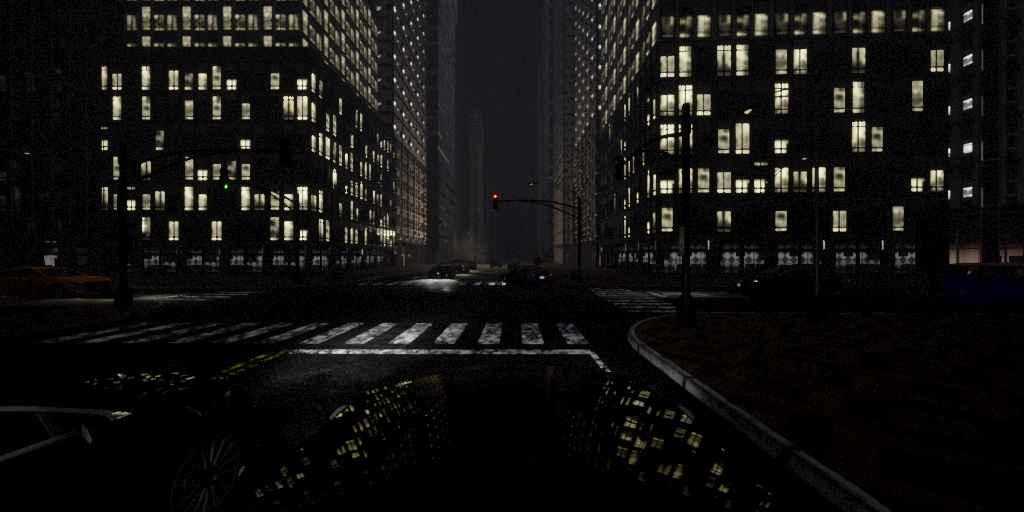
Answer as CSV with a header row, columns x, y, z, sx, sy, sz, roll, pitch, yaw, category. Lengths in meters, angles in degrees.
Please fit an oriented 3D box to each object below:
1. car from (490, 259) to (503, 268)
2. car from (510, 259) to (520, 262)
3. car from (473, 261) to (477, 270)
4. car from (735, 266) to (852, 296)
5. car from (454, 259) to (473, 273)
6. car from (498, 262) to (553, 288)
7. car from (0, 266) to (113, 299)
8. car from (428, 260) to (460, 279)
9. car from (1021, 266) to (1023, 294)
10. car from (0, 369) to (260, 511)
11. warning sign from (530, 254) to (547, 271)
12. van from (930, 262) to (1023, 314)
x,y,z,sx,sy,sz,roll,pitch,yaw,category
-2.847,1.369,63.817,1.837,1.490,4.892,0,0,0,car
0.352,1.431,53.699,1.895,1.301,4.718,0,0,0,car
-6.342,1.378,53.881,2.033,1.411,5.357,0,0,0,car
14.443,1.262,18.835,4.902,1.511,2.128,0,0,2,car
-6.397,1.154,43.385,2.097,1.767,4.553,0,0,0,car
1.035,1.329,24.303,1.994,1.385,4.181,0,0,-27,car
-22.310,1.237,17.221,5.008,1.535,1.882,0,0,0,car
-6.446,1.345,33.388,1.994,1.385,4.181,0,0,0,car
29.691,1.287,18.201,4.892,1.490,1.837,1,0,2,car
-3.155,1.241,1.188,2.128,1.511,4.902,0,0,0,car
3.042,0.913,41.376,1.300,1.860,1.060,0,0,0,warning sign
18.412,1.120,13.141,3.998,1.789,1.690,0,0,2,van
